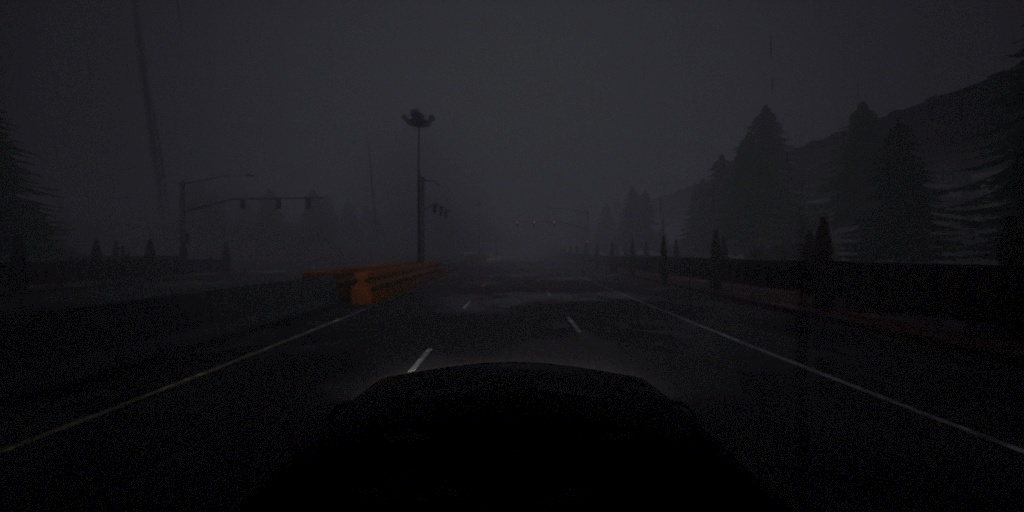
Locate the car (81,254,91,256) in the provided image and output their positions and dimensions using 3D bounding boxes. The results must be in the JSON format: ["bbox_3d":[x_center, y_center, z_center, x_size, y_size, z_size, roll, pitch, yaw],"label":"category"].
[{"bbox_3d":[-47.863,0.558,40.969,4.553,1.767,2.097,0,1,0],"label":"car"}]
